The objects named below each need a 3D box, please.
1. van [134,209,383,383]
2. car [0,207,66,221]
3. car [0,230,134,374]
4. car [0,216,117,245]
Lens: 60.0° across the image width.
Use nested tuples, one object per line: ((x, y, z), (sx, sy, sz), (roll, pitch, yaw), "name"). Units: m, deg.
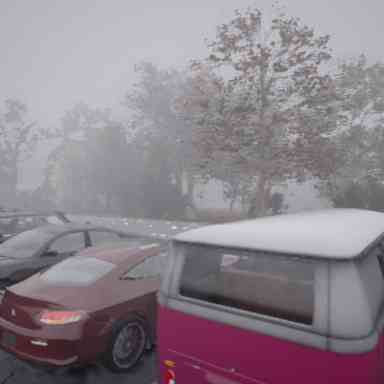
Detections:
((1.574, 1.254, 4.172), (1.878, 1.987, 4.442), (0, 0, 36), "van")
((-5.243, 1.340, 8.959), (2.185, 1.767, 4.553), (0, 0, 36), "car")
((-0.751, 1.516, 5.694), (2.002, 1.452, 4.674), (0, 0, 36), "car")
((-3.002, 1.471, 7.319), (2.097, 1.535, 5.008), (0, 0, 36), "car")
